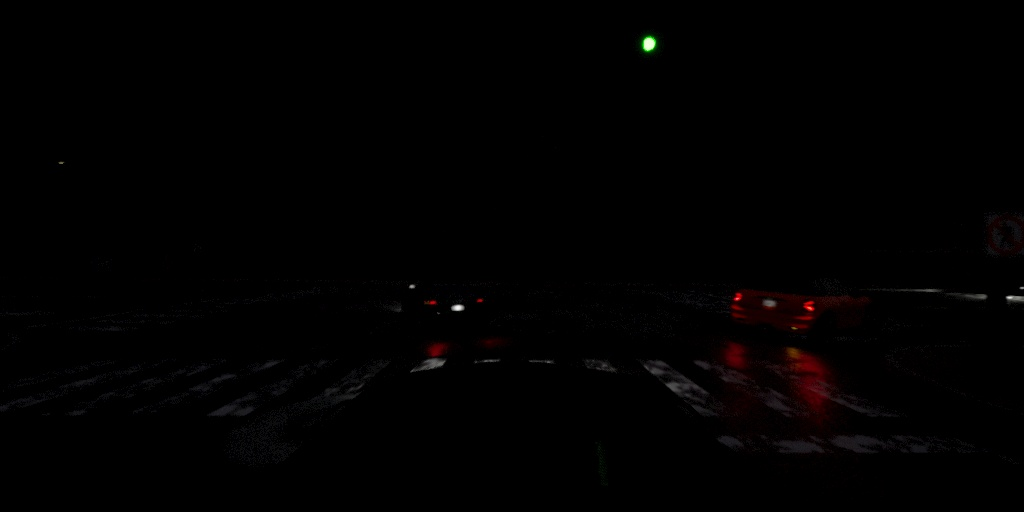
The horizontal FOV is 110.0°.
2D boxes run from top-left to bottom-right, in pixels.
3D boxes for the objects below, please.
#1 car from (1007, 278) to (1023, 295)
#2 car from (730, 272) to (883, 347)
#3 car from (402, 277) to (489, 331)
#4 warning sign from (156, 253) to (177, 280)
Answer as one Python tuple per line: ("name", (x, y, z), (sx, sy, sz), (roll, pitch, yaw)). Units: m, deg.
("car", (30.831, 1.639, 20.222), (4.181, 1.385, 1.994), (0, 0, 2))
("car", (8.299, 1.253, 10.138), (4.553, 1.767, 2.097), (1, 1, -31))
("car", (-2.224, 1.357, 11.364), (1.994, 1.385, 4.181), (0, 0, -23))
("warning sign", (-23.452, 0.701, 24.388), (1.060, 1.860, 1.300), (0, 0, 1))
